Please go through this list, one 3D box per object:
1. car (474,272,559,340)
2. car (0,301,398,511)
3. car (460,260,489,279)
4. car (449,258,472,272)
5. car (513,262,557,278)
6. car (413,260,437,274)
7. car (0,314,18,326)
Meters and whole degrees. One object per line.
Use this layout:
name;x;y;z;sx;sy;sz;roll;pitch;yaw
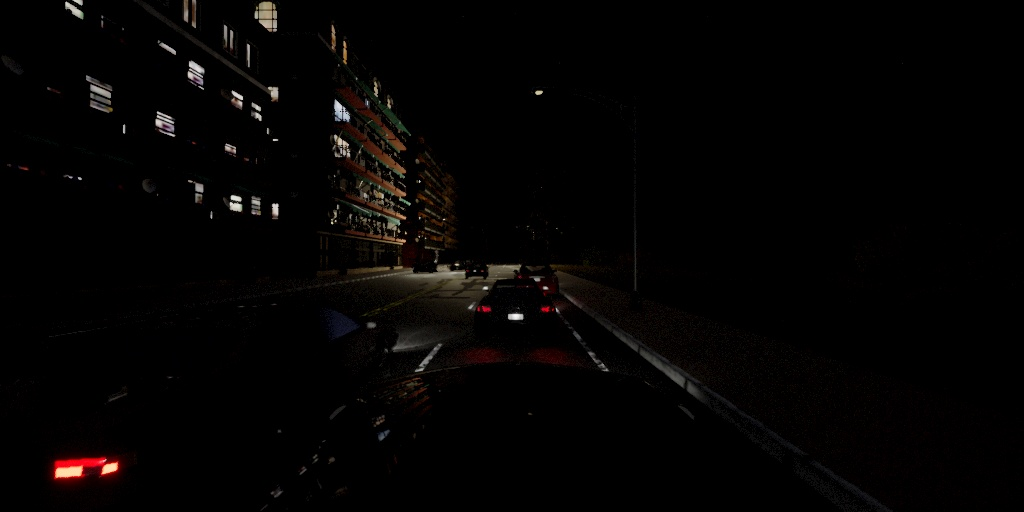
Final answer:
car;0.100;1.315;9.944;1.994;1.385;4.181;0;0;0
car;-3.150;1.297;4.603;2.033;1.411;5.357;0;0;0
car;-3.123;1.300;32.489;2.033;1.411;5.357;0;0;-1
car;-6.569;1.315;44.949;1.994;1.385;4.181;0;0;0
car;1.148;1.103;18.524;2.097;1.767;4.553;0;0;0
car;-9.823;1.229;40.802;1.882;1.535;5.008;0;0;0
car;-6.600;1.102;2.381;2.097;1.767;4.553;0;0;0
